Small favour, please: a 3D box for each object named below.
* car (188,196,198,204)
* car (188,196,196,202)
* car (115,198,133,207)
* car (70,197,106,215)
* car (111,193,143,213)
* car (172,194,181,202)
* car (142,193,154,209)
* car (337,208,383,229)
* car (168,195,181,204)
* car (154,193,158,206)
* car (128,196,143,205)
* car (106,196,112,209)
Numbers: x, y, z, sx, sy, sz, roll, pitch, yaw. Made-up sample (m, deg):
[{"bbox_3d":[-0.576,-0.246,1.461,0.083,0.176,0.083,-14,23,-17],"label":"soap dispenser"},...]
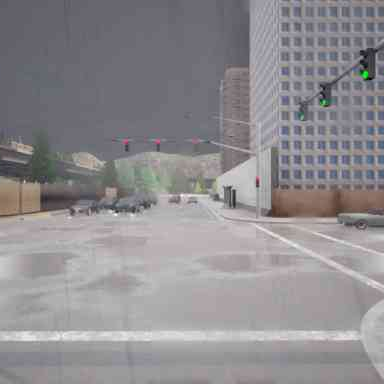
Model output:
[{"bbox_3d":[0.104,1.601,64.586,1.895,1.301,4.718,0,0,0],"label":"car"},{"bbox_3d":[0.010,1.595,74.828,1.895,1.301,4.718,0,0,0],"label":"car"},{"bbox_3d":[-10.581,1.601,51.907,1.895,1.301,4.718,0,0,0],"label":"car"},{"bbox_3d":[-10.599,1.492,33.217,2.128,1.511,4.902,0,0,1],"label":"car"},{"bbox_3d":[-7.083,1.352,36.764,2.097,1.767,4.553,0,0,0],"label":"car"},{"bbox_3d":[-3.491,1.305,74.449,1.882,1.535,5.008,0,0,0],"label":"car"},{"bbox_3d":[-7.078,1.221,46.200,2.150,2.045,5.566,0,0,0],"label":"car"},{"bbox_3d":[11.856,1.656,21.162,4.718,1.301,1.895,0,0,0],"label":"car"},{"bbox_3d":[-3.492,1.601,64.257,1.895,1.301,4.718,0,0,0],"label":"car"},{"bbox_3d":[-7.057,1.221,56.929,2.150,2.045,5.566,0,0,0],"label":"car"},{"bbox_3d":[-10.551,1.478,62.126,1.882,1.535,5.008,0,0,0],"label":"car"},{"bbox_3d":[-10.586,1.352,42.113,2.097,1.767,4.553,0,0,0],"label":"car"}]
